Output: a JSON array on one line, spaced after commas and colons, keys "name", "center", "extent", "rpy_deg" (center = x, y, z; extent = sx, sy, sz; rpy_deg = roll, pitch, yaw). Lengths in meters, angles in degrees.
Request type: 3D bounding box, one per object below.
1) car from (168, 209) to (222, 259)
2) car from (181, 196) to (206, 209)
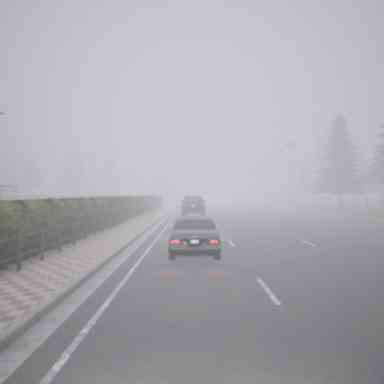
[{"name": "car", "center": [0.094, 1.603, 12.844], "extent": [2.033, 1.411, 5.357], "rpy_deg": [0, 0, 0]}, {"name": "car", "center": [0.119, 1.359, 31.878], "extent": [2.150, 2.045, 5.566], "rpy_deg": [0, 0, 0]}]
